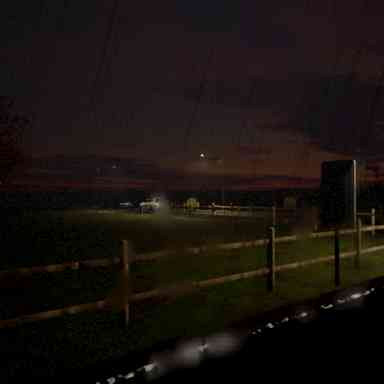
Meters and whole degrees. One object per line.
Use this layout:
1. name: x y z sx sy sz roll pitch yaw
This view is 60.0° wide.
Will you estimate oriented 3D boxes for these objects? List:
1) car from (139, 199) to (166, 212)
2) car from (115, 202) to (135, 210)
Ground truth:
1. car: -6.347 2.086 53.006 2.150 2.045 5.566 0 -1 -36
2. car: -12.427 2.623 61.788 2.033 1.411 5.357 0 -1 -34
